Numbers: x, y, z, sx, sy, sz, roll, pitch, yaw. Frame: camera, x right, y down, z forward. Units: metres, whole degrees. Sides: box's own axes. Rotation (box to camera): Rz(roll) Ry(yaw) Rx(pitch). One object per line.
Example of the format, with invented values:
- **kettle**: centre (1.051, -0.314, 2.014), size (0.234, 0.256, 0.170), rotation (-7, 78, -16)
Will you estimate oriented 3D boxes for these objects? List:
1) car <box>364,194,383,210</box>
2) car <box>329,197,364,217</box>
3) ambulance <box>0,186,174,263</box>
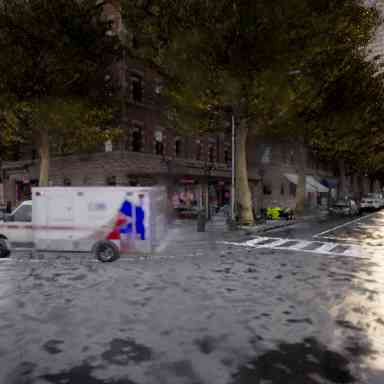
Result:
- **car**: centre (23.355, 1.228, 42.974), size (2.435, 2.045, 5.566), rotation (0, 0, 36)
- **car**: centre (14.495, 1.481, 31.651), size (2.231, 1.521, 4.892), rotation (0, 0, 36)
- **ambulance**: centre (-3.961, 1.029, 11.653), size (6.366, 2.431, 2.351), rotation (0, 3, 6)
